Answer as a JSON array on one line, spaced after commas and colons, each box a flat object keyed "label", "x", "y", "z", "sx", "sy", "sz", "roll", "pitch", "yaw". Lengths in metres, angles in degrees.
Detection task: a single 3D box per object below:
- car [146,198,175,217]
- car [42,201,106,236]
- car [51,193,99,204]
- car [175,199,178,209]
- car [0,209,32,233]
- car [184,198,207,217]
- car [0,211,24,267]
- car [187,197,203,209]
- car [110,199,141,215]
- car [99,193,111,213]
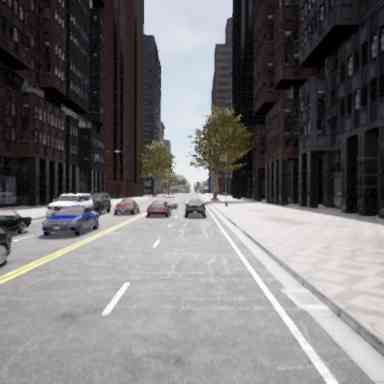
[{"label": "car", "x": -2.941, "y": 1.479, "z": 30.393, "sx": 1.994, "sy": 1.385, "sz": 4.181, "roll": 0, "pitch": 0, "yaw": 1}, {"label": "car", "x": -6.449, "y": 1.466, "z": 18.283, "sx": 1.812, "sy": 1.442, "sz": 4.674, "roll": 0, "pitch": 0, "yaw": 1}, {"label": "car", "x": -9.582, "y": 1.135, "z": 26.601, "sx": 2.150, "sy": 2.045, "sz": 5.566, "roll": 0, "pitch": 0, "yaw": 1}, {"label": "car", "x": -2.837, "y": 1.479, "z": 43.519, "sx": 1.895, "sy": 1.301, "sz": 4.718, "roll": 0, "pitch": 0, "yaw": 1}, {"label": "car", "x": -9.720, "y": 1.540, "z": 16.038, "sx": 1.895, "sy": 1.301, "sz": 4.718, "roll": 0, "pitch": 0, "yaw": 0}, {"label": "car", "x": 0.309, "y": 1.428, "z": 30.200, "sx": 1.837, "sy": 1.490, "sz": 4.892, "roll": 0, "pitch": 0, "yaw": 1}, {"label": "car", "x": -6.538, "y": 1.470, "z": 8.460, "sx": 1.837, "sy": 1.490, "sz": 4.892, "roll": 0, "pitch": 0, "yaw": 1}, {"label": "car", "x": 0.434, "y": 1.445, "z": 44.899, "sx": 1.994, "sy": 1.385, "sz": 4.181, "roll": 0, "pitch": 0, "yaw": 1}, {"label": "car", "x": -6.240, "y": 1.431, "z": 32.381, "sx": 1.812, "sy": 1.442, "sz": 4.674, "roll": 0, "pitch": 0, "yaw": 1}, {"label": "car", "x": -9.482, "y": 1.105, "z": 32.685, "sx": 2.150, "sy": 2.045, "sz": 5.566, "roll": 0, "pitch": 0, "yaw": 0}]
